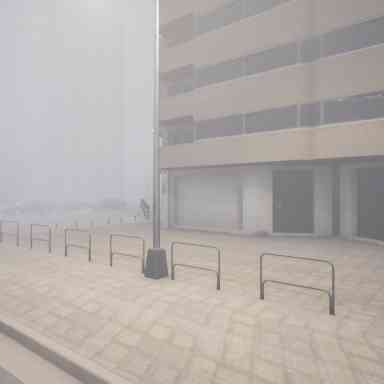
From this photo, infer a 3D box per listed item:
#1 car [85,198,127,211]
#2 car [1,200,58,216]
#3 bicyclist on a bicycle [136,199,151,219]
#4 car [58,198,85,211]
[{"bbox_3d":[-10.419,1.561,41.539,1.837,1.490,4.892,0,0,38],"label":"car"},{"bbox_3d":[-16.598,1.560,33.621,1.837,1.490,4.892,0,0,38],"label":"car"},{"bbox_3d":[-3.846,1.357,26.430,1.656,1.620,0.582,0,0,38],"label":"bicyclist on a bicycle"},{"bbox_3d":[-15.050,1.533,41.300,1.882,1.535,5.008,0,0,38],"label":"car"}]
